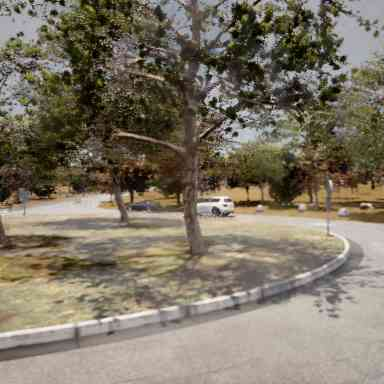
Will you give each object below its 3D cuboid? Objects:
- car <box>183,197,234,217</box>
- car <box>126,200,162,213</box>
[{"bbox_3d":[1.698,1.507,35.042,5.566,2.045,2.150,0,-1,34],"label":"car"},{"bbox_3d":[-6.153,1.813,42.120,4.892,1.490,1.837,1,0,26],"label":"car"}]
